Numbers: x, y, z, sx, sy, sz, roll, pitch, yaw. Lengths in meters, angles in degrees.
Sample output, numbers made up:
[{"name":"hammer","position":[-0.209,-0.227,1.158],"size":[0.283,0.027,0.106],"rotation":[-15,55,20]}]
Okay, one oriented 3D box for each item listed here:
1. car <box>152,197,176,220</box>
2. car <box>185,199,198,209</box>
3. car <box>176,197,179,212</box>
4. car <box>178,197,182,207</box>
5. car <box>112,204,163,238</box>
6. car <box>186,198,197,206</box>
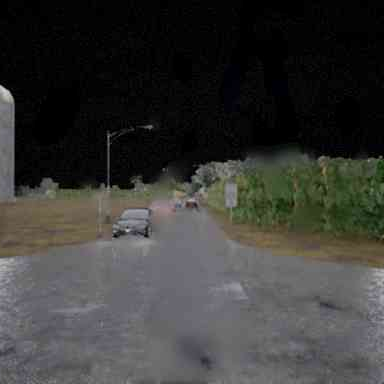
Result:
[{"name":"car","position":[-2.885,1.562,30.411],"size":[2.097,1.767,4.553],"rotation":[0,0,0]},{"name":"car","position":[-0.065,1.797,52.747],"size":[1.882,1.535,5.008],"rotation":[0,0,0]},{"name":"car","position":[-2.897,1.776,41.242],"size":[1.837,1.490,4.892],"rotation":[0,0,0]},{"name":"car","position":[-2.821,1.714,57.362],"size":[2.097,1.767,4.553],"rotation":[0,0,0]},{"name":"car","position":[-3.023,1.648,18.607],"size":[1.837,1.490,4.892],"rotation":[0,0,2]},{"name":"car","position":[-0.076,1.938,63.168],"size":[1.994,1.385,4.181],"rotation":[0,0,0]}]
